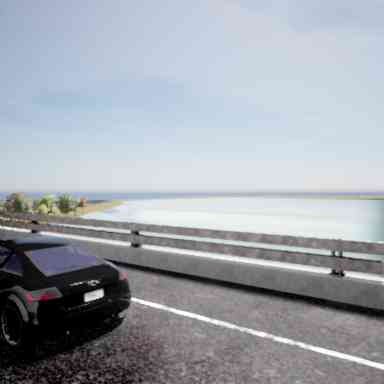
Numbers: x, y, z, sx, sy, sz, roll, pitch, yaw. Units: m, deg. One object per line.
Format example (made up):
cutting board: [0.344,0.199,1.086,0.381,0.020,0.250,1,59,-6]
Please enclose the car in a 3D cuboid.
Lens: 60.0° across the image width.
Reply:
car: [-3.121,1.541,6.242,4.181,1.385,1.994,0,0,36]
